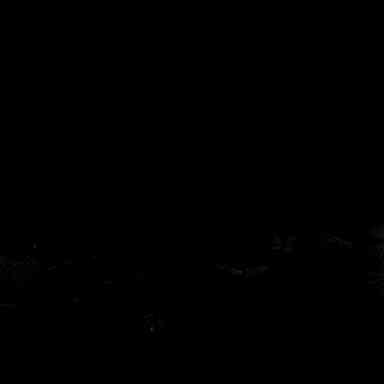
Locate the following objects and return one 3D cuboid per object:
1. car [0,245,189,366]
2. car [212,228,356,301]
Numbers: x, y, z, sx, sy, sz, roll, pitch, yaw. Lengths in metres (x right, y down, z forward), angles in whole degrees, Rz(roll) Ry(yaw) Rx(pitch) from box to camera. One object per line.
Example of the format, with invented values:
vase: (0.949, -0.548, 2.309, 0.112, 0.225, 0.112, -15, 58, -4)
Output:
car: (-2.050, 1.566, 5.075, 4.313, 1.339, 1.947, 0, 0, -35)
car: (2.430, 1.582, 8.269, 4.206, 1.307, 1.802, 0, 0, -35)
